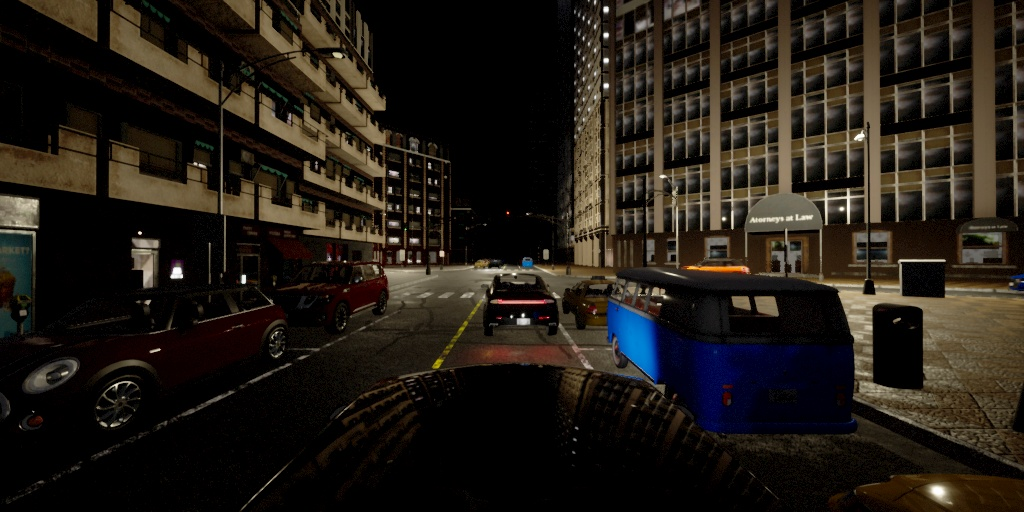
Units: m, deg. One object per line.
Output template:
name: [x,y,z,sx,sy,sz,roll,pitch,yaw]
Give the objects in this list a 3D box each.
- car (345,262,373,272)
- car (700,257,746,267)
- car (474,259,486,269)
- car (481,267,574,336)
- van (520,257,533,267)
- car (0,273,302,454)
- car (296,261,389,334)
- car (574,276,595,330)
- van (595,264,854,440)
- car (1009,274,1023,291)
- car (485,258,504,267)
car: [-21.763,1.535,51.033,4.181,1.385,1.994,-1,-1,41]
car: [13.586,0.993,24.550,4.553,1.767,2.097,-1,-1,41]
car: [-5.301,1.352,59.607,1.751,1.417,4.829,0,0,0]
car: [0.135,1.245,10.388,2.128,1.511,4.902,0,0,-3]
van: [2.579,1.167,59.775,1.690,1.789,3.998,0,0,0]
car: [-5.314,1.191,5.242,1.967,1.591,4.097,0,0,0]
car: [-5.312,1.068,10.778,2.192,1.841,5.009,0,0,0]
car: [2.568,1.279,10.952,1.751,1.417,4.829,0,0,0]
van: [2.567,1.092,5.246,1.690,1.789,3.998,0,0,0]
car: [24.871,1.005,14.870,5.008,1.535,1.882,-1,-1,41]
car: [-2.804,1.425,58.866,1.895,1.301,4.718,0,0,2]
